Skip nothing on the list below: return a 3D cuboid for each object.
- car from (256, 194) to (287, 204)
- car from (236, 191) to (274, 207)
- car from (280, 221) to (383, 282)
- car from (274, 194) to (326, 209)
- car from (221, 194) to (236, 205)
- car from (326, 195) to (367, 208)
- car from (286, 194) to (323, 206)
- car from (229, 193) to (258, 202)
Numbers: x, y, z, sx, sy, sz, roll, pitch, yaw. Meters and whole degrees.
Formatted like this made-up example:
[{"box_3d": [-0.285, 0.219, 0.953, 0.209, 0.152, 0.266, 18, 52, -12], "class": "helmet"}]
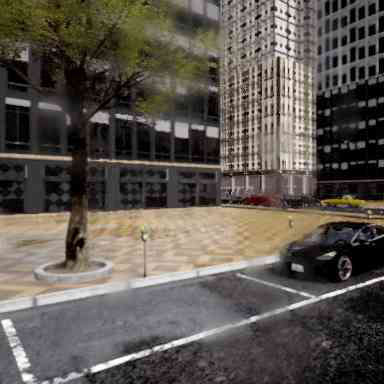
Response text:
[{"box_3d": [11.460, 0.947, 48.402, 1.802, 1.307, 4.206, 1, 0, -36], "class": "car"}, {"box_3d": [8.020, 0.818, 38.913, 2.192, 1.841, 5.009, 1, 0, -36], "class": "car"}, {"box_3d": [4.467, 1.558, 9.750, 4.313, 1.339, 1.947, 0, 0, -36], "class": "car"}, {"box_3d": [12.169, 1.081, 37.765, 1.837, 1.490, 4.892, 0, 2, -36], "class": "car"}, {"box_3d": [4.699, 0.964, 43.452, 1.947, 1.339, 4.313, 1, 0, -36], "class": "car"}, {"box_3d": [18.060, 1.096, 39.519, 1.752, 1.417, 4.829, 1, 0, -36], "class": "car"}, {"box_3d": [14.776, 1.036, 43.865, 1.947, 1.339, 4.313, 1, 0, -36], "class": "car"}, {"box_3d": [8.144, 0.826, 52.940, 1.947, 1.339, 4.313, 1, 0, -36], "class": "car"}]
